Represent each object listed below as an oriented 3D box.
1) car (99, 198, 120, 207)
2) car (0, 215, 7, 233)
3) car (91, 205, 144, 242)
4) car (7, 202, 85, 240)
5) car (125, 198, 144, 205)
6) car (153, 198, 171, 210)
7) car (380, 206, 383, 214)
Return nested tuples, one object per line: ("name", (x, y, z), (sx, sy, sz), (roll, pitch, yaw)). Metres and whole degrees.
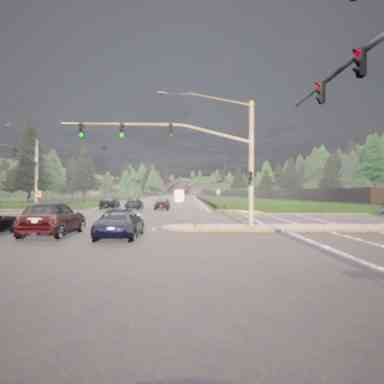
("car", (-10.854, 1.502, 44.060), (1.882, 1.535, 5.008), (0, 0, -1))
("car", (-10.583, 1.594, 16.703), (1.895, 1.301, 4.718), (0, 0, -1))
("car", (-3.581, 1.575, 16.580), (1.994, 1.385, 4.181), (0, 0, -1))
("car", (-7.084, 1.354, 17.040), (2.097, 1.767, 4.553), (0, 0, -1))
("car", (-7.339, 1.523, 42.487), (2.128, 1.511, 4.902), (0, 0, -1))
("car", (-3.864, 1.568, 43.615), (1.812, 1.442, 4.674), (0, 0, -1))
("car", (20.613, 1.583, 31.756), (4.902, 1.511, 2.128), (0, 0, 0))
